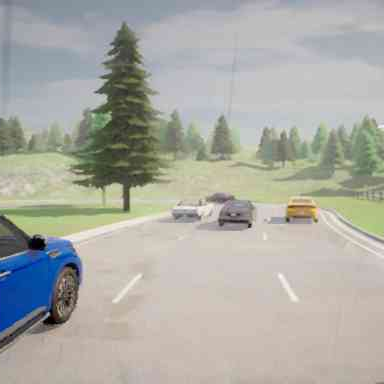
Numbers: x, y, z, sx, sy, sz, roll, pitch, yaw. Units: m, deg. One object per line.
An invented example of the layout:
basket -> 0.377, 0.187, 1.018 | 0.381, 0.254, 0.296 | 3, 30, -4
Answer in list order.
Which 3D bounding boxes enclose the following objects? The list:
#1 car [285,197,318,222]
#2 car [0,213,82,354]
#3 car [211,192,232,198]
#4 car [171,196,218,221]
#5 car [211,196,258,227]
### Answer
car -> 7.307, 1.055, 22.354 | 1.882, 1.535, 5.008 | 0, 1, 16
car -> -3.192, 1.149, 3.730 | 2.150, 2.045, 5.566 | 0, 1, 3
car -> 3.469, 0.759, 40.769 | 1.812, 1.442, 4.674 | 0, 1, -31
car -> 0.184, 1.168, 22.986 | 1.895, 1.301, 4.718 | 0, 1, 16
car -> 2.790, 1.178, 19.554 | 2.033, 1.411, 5.357 | 0, 1, 15
